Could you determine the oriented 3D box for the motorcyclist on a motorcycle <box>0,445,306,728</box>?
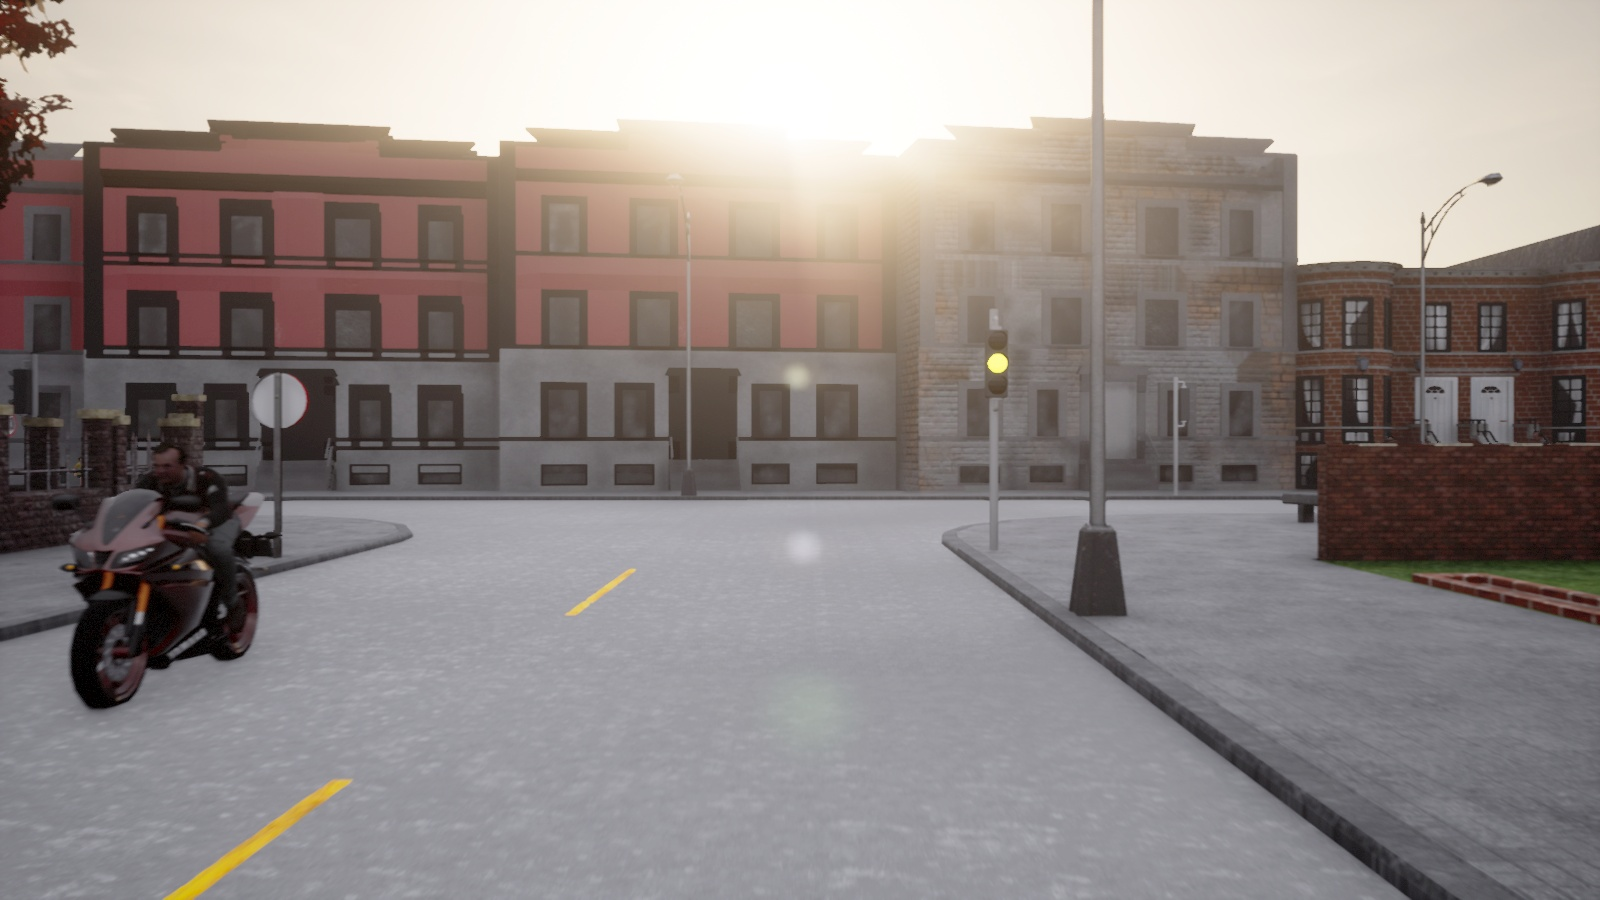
[{"bbox_3d":[-3.958,0.734,7.889,0.866,1.530,2.191,0,0,-1],"label":"motorcyclist on a motorcycle"}]

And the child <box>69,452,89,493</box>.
[{"bbox_3d":[-19.847,0.624,34.570,0.394,1.110,0.255,0,0,4],"label":"child"}]
